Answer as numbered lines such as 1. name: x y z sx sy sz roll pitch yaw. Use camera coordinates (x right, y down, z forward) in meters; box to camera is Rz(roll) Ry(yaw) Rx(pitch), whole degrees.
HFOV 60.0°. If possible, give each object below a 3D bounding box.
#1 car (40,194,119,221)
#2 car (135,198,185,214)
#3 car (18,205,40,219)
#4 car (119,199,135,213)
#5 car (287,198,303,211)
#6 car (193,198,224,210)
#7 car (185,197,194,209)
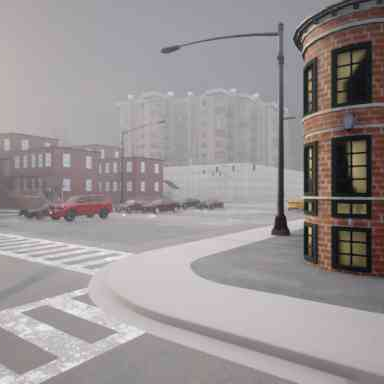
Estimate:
1. car: -9.131 1.221 27.524 2.150 2.045 5.566 0 0 36
2. car: -3.337 1.478 35.624 1.882 1.535 5.008 0 0 36
3. car: -12.212 1.547 29.235 2.033 1.411 5.357 0 0 36
4. car: -6.483 1.526 37.227 1.812 1.442 4.674 0 0 35
5. car: 13.160 1.478 40.312 1.882 1.535 5.008 0 0 36
6. car: 2.514 1.564 43.776 1.994 1.385 4.181 0 0 35
7. car: -0.706 1.492 45.289 2.128 1.511 4.902 0 0 36
